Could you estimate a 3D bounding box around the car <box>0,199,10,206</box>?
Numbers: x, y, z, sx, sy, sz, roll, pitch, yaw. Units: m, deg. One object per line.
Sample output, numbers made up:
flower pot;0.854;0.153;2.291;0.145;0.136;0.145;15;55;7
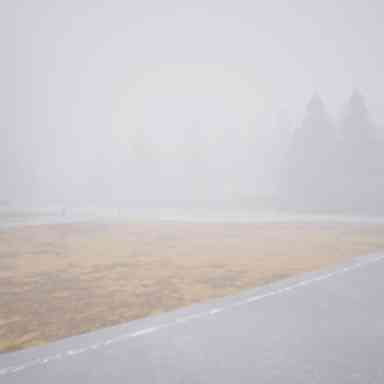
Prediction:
car;-30.906;1.574;52.140;1.994;1.381;4.181;0;0;32
